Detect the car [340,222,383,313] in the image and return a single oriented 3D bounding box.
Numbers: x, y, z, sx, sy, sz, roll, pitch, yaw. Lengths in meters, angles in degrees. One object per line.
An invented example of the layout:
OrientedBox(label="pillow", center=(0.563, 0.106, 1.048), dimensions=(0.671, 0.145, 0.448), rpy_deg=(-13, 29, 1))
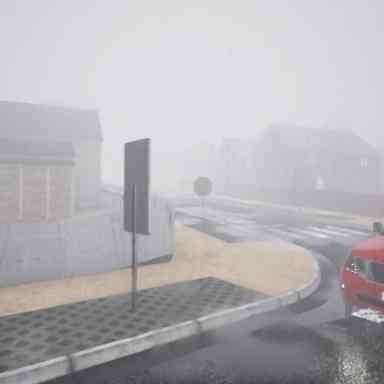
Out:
OrientedBox(label="car", center=(5.364, 1.185, 6.863), dimensions=(5.566, 2.045, 2.150), rpy_deg=(-4, 3, -36))
